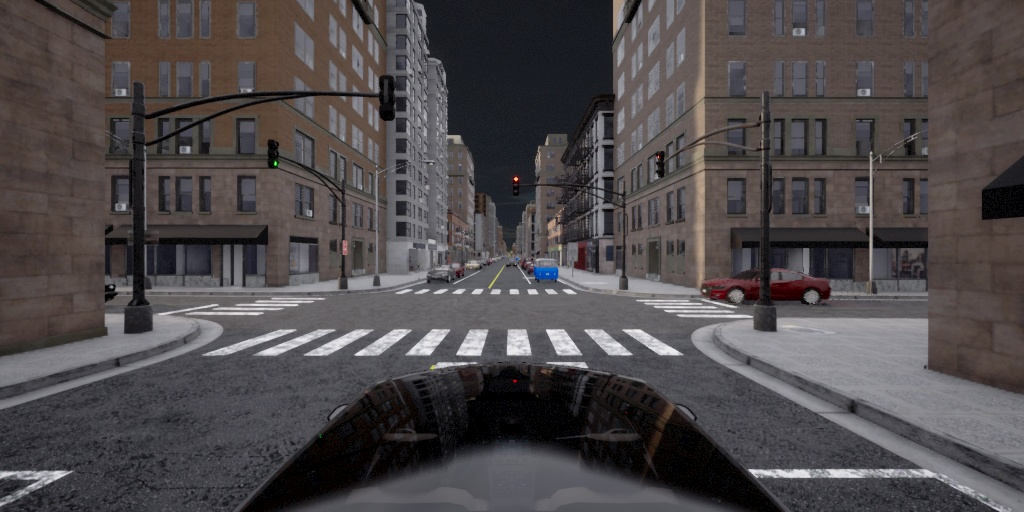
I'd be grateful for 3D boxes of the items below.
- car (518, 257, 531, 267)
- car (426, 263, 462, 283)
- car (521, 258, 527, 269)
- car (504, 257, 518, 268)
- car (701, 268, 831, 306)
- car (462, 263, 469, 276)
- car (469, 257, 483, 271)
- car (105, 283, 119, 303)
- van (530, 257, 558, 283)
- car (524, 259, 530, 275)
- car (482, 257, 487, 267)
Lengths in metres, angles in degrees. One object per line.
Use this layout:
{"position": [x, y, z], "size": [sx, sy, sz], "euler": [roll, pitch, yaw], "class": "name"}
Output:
{"position": [2.516, 1.051, 56.340], "size": [2.192, 1.841, 5.009], "euler": [0, 0, 0], "class": "car"}
{"position": [-5.446, 1.297, 27.906], "size": [2.007, 1.370, 4.403], "euler": [0, 0, 0], "class": "car"}
{"position": [2.528, 1.323, 50.658], "size": [1.802, 1.307, 4.207], "euler": [0, 0, 0], "class": "car"}
{"position": [-0.035, 1.333, 61.542], "size": [1.895, 1.301, 4.718], "euler": [0, 0, 0], "class": "car"}
{"position": [11.125, 1.303, 15.939], "size": [5.008, 1.535, 1.882], "euler": [0, 0, 3], "class": "car"}
{"position": [-5.459, 1.291, 33.587], "size": [1.888, 1.381, 4.507], "euler": [0, 0, 0], "class": "car"}
{"position": [-5.496, 1.266, 50.464], "size": [1.751, 1.417, 4.829], "euler": [0, 0, 0], "class": "car"}
{"position": [-17.228, 1.254, 12.730], "size": [4.718, 1.301, 1.895], "euler": [0, 0, -2], "class": "car"}
{"position": [2.579, 1.088, 27.932], "size": [1.690, 1.789, 3.998], "euler": [0, 0, 0], "class": "van"}
{"position": [2.554, 1.327, 39.295], "size": [1.802, 1.307, 4.207], "euler": [0, 0, 0], "class": "car"}
{"position": [-5.509, 1.302, 56.316], "size": [1.948, 1.339, 4.313], "euler": [0, 0, 0], "class": "car"}
